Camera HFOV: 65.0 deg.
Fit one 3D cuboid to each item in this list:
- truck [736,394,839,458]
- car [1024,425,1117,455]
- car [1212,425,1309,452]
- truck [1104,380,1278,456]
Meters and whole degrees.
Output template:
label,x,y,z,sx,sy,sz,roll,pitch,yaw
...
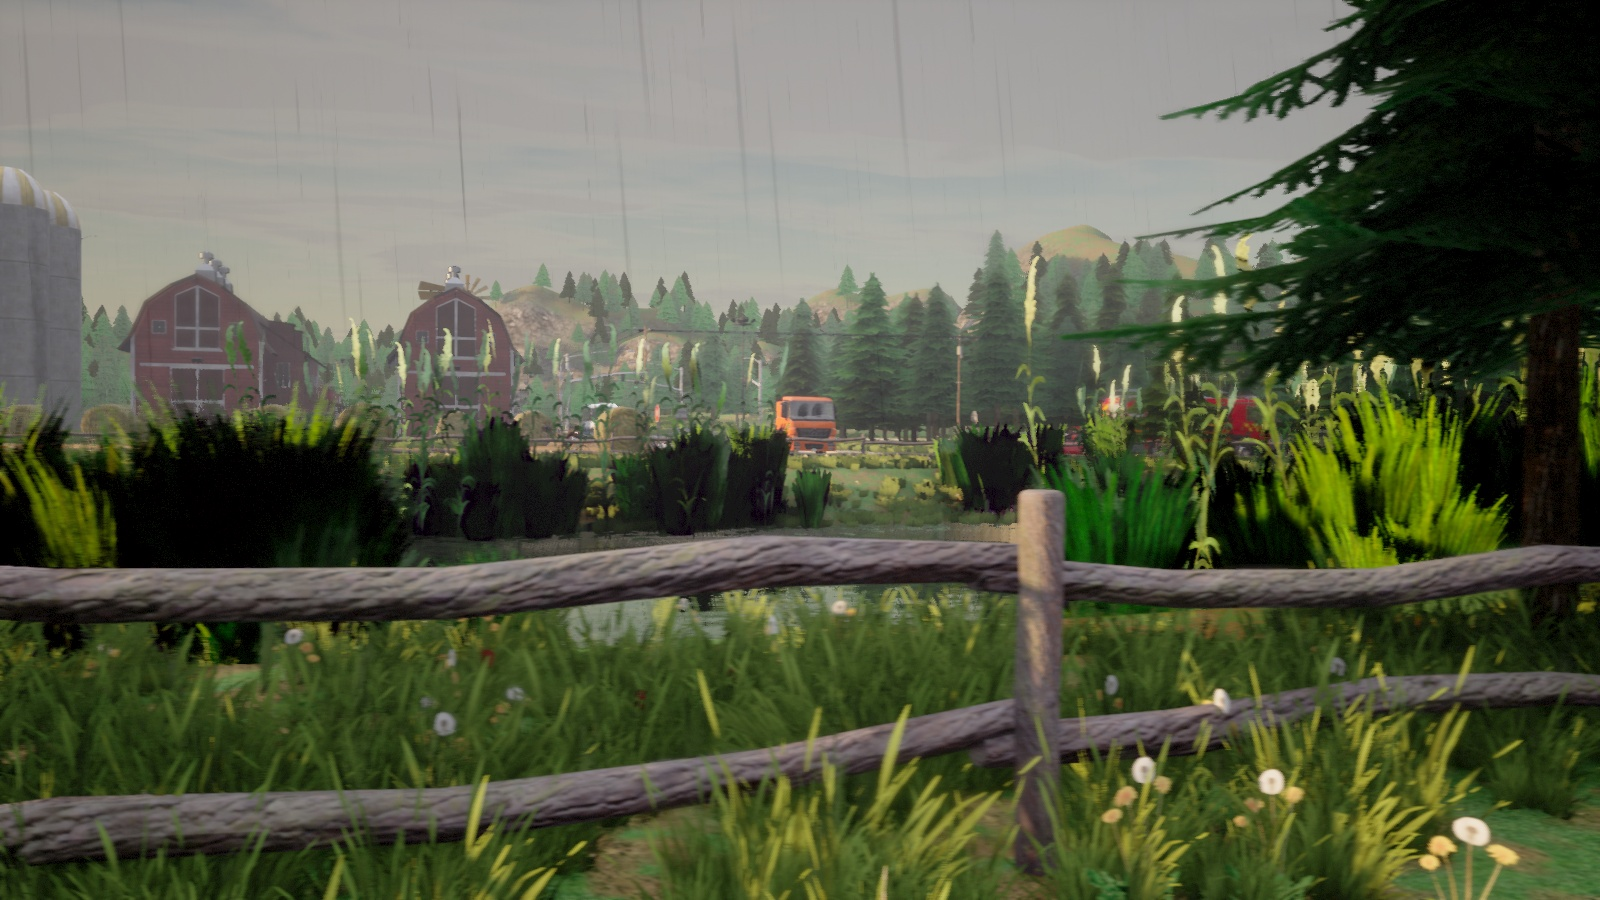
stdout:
label,x,y,z,sx,sy,sz,roll,pitch,yaw
truck,-0.845,-1.335,71.583,2.891,3.462,7.936,-1,1,-24
car,14.728,-0.558,68.389,4.514,1.525,2.007,-1,1,-14
car,26.133,-0.675,71.346,4.792,1.488,2.163,-1,1,-16
truck,20.604,-1.698,66.247,8.468,3.827,2.891,-1,1,-14
